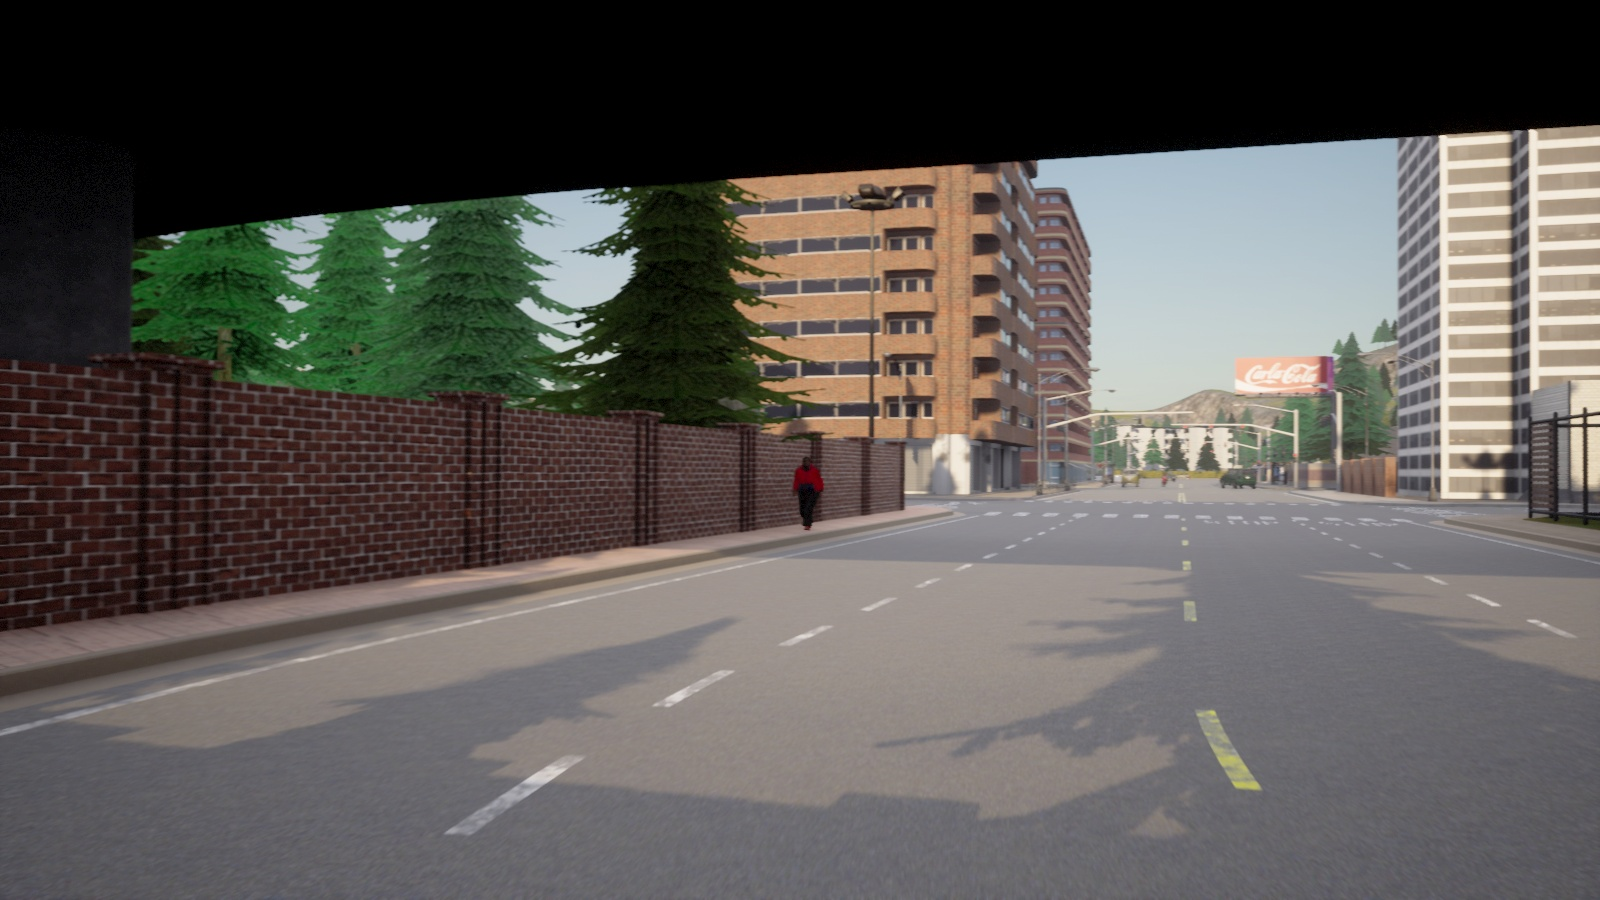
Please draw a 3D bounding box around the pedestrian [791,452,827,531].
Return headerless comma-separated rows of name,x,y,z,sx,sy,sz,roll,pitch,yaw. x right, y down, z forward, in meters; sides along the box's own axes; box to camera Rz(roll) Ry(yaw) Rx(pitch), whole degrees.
pedestrian,0.222,0.967,29.526,0.634,1.844,0.899,0,-1,15
